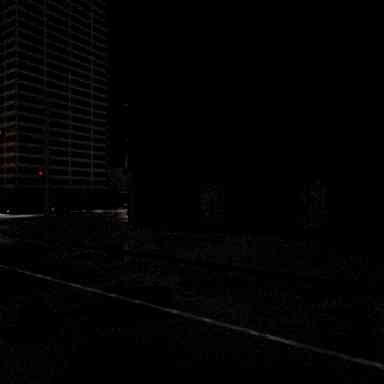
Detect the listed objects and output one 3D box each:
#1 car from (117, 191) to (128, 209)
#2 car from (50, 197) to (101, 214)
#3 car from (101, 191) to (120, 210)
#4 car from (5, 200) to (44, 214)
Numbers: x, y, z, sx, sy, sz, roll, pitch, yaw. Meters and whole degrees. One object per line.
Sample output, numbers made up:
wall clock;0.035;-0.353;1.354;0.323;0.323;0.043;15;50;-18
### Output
car;-6.788;1.221;44.370;2.150;2.045;5.566;0;0;36
car;-12.750;1.491;35.888;2.128;1.511;4.902;0;0;35
car;-10.936;1.221;44.562;2.150;2.045;5.566;0;0;35
car;-17.062;1.547;35.839;2.033;1.411;5.357;0;0;35
